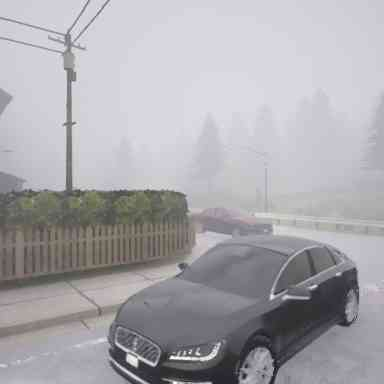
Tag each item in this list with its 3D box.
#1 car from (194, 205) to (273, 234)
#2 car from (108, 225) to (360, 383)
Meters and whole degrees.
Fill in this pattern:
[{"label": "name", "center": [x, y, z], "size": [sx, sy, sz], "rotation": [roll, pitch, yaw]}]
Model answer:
[{"label": "car", "center": [1.969, 1.477, 17.041], "size": [1.882, 1.535, 5.008], "rotation": [0, 0, -32]}, {"label": "car", "center": [1.063, 1.507, 5.186], "size": [1.837, 1.490, 4.892], "rotation": [1, 0, 44]}]
